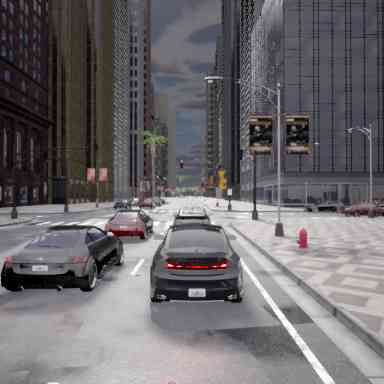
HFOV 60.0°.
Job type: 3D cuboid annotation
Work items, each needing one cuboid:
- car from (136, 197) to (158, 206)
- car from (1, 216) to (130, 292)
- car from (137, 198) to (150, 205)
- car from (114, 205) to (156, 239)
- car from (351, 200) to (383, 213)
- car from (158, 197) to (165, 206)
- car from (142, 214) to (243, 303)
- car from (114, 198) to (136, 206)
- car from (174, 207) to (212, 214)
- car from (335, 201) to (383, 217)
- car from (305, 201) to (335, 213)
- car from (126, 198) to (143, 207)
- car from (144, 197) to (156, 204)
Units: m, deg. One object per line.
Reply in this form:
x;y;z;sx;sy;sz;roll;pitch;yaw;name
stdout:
-6.674;1.706;50.054;1.882;1.535;5.008;0;0;0;car
-3.170;1.576;8.997;1.994;1.385;4.181;0;0;1;car
-9.861;1.923;67.764;1.994;1.385;4.181;0;0;1;car
-3.177;1.601;17.396;1.994;1.385;4.181;0;0;0;car
20.766;1.641;37.887;4.313;1.339;1.947;0;0;-1;car
-6.664;1.652;60.091;2.097;1.767;4.553;0;0;0;car
0.088;1.515;8.222;1.837;1.490;4.892;0;0;0;car
-9.925;1.765;48.324;2.033;1.411;5.357;0;0;0;car
0.022;1.529;17.543;2.128;1.511;4.902;0;0;0;car
15.270;1.575;29.267;4.206;1.307;1.802;0;0;-1;car
15.126;1.660;37.790;4.313;1.339;1.947;0;0;-1;car
-9.923;1.775;57.878;2.128;1.511;4.902;0;0;0;car
-9.874;1.986;78.358;2.033;1.411;5.357;0;0;0;car
